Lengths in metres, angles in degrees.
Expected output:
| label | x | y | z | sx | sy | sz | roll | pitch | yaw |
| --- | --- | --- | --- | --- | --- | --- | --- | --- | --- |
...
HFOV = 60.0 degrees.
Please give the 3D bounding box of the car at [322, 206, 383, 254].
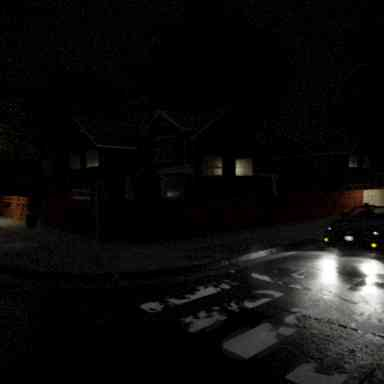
| label | x | y | z | sx | sy | sz | roll | pitch | yaw |
| --- | --- | --- | --- | --- | --- | --- | --- | --- | --- |
| car | 6.285 | 1.182 | 11.546 | 4.181 | 1.385 | 1.994 | -2 | 2 | -42 |
